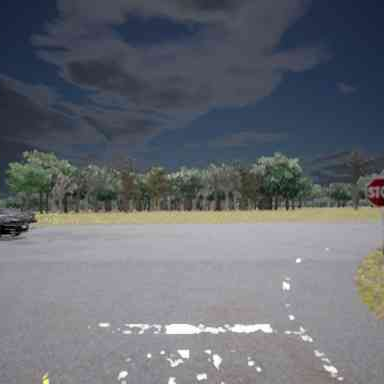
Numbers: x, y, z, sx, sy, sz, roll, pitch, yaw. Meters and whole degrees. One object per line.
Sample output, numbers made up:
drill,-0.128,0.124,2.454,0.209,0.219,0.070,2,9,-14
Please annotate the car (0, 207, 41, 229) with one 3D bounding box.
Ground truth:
car,-13.257,1.736,22.254,5.357,1.411,2.033,-1,-3,1

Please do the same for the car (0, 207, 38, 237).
car,-10.150,1.316,15.244,5.008,1.535,1.882,0,-2,0
